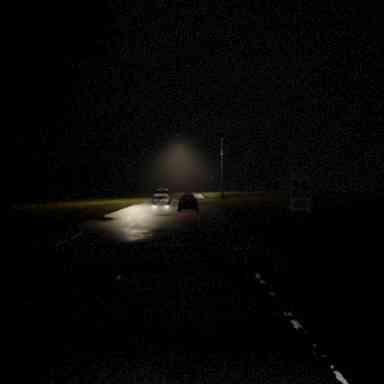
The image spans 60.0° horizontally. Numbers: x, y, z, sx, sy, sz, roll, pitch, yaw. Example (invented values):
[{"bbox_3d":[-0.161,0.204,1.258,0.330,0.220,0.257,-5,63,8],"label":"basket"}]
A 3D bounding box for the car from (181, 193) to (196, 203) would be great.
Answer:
[{"bbox_3d":[-0.514,0.825,47.452,1.994,1.385,4.181,0,1,0],"label":"car"}]

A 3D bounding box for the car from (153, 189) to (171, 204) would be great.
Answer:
[{"bbox_3d":[-4.056,0.627,45.292,2.150,2.045,5.566,0,1,-1],"label":"car"}]

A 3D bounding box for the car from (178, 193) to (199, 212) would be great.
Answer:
[{"bbox_3d":[-0.369,1.030,32.561,1.882,1.535,5.008,0,1,0],"label":"car"}]
